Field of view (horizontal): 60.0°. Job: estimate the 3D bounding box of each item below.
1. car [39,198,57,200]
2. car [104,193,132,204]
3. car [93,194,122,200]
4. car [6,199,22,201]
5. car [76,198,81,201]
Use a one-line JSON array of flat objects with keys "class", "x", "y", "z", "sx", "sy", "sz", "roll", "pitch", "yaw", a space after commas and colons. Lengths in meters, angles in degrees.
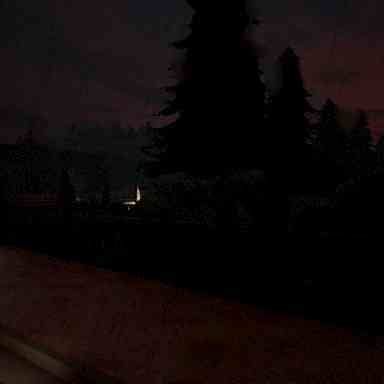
[{"class": "car", "x": -20.454, "y": 1.526, "z": 46.320, "sx": 1.812, "sy": 1.442, "sz": 4.674, "roll": 0, "pitch": 0, "yaw": 36}, {"class": "car", "x": -13.704, "y": 1.151, "z": 61.725, "sx": 1.837, "sy": 1.490, "sz": 4.892, "roll": 0, "pitch": 4, "yaw": 36}, {"class": "car", "x": -14.557, "y": 1.391, "z": 54.546, "sx": 2.128, "sy": 1.511, "sz": 4.902, "roll": 0, "pitch": 2, "yaw": 36}, {"class": "car", "x": -25.029, "y": 1.601, "z": 45.955, "sx": 1.895, "sy": 1.301, "sz": 4.718, "roll": 0, "pitch": 0, "yaw": 36}, {"class": "car", "x": -19.892, "y": 1.506, "z": 53.102, "sx": 1.812, "sy": 1.442, "sz": 4.674, "roll": 0, "pitch": 1, "yaw": 35}]
